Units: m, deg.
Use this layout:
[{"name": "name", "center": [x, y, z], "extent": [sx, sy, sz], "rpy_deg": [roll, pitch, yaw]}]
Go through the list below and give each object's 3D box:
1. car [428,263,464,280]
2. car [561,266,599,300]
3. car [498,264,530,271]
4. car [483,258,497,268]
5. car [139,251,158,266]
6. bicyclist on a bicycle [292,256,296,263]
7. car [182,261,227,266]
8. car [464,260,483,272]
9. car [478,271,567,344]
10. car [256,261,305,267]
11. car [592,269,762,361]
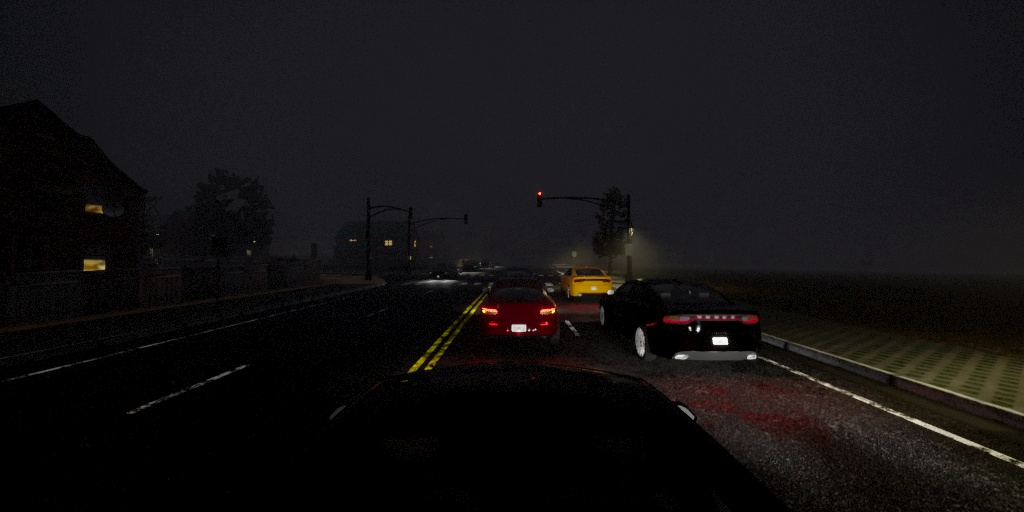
[{"name": "car", "center": [-6.033, 1.336, 32.408], "extent": [2.033, 1.411, 5.357], "rpy_deg": [0, 0, 2]}, {"name": "car", "center": [3.532, 1.239, 17.769], "extent": [1.882, 1.535, 5.008], "rpy_deg": [0, 0, 1]}, {"name": "car", "center": [0.281, 1.289, 18.582], "extent": [1.812, 1.442, 4.674], "rpy_deg": [0, 0, 0]}, {"name": "car", "center": [-4.421, 1.213, 62.873], "extent": [2.097, 1.767, 4.553], "rpy_deg": [0, 0, 4]}, {"name": "car", "center": [-40.929, 0.332, 38.489], "extent": [5.566, 2.045, 2.150], "rpy_deg": [1, -1, 16]}, {"name": "bicyclist on a bicycle", "center": [-24.252, 0.780, 39.935], "extent": [0.582, 1.620, 1.656], "rpy_deg": [1, -1, 15]}, {"name": "car", "center": [-30.850, 0.875, 35.675], "extent": [4.718, 1.301, 1.895], "rpy_deg": [1, -1, 16]}, {"name": "car", "center": [-5.375, 1.299, 47.399], "extent": [1.882, 1.535, 5.008], "rpy_deg": [0, 0, 3]}, {"name": "car", "center": [0.162, 1.280, 9.475], "extent": [1.812, 1.442, 4.674], "rpy_deg": [0, 0, 1]}, {"name": "car", "center": [-21.063, 0.910, 32.961], "extent": [5.008, 1.535, 1.882], "rpy_deg": [1, -1, 16]}, {"name": "car", "center": [3.402, 1.231, 8.301], "extent": [1.882, 1.535, 5.008], "rpy_deg": [0, 0, 0]}]
